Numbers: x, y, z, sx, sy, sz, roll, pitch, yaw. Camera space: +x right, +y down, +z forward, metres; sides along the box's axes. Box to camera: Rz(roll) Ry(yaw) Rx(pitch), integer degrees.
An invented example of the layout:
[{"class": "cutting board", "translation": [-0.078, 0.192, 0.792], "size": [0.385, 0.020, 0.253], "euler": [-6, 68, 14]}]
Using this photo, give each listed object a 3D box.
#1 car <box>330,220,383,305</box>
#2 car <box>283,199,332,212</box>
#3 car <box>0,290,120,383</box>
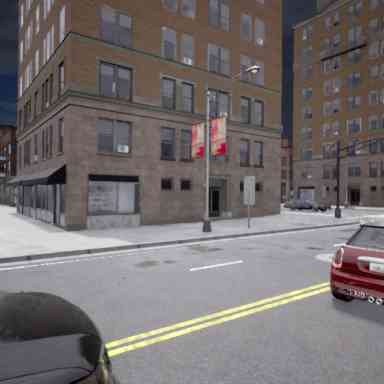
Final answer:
[{"class": "car", "translation": [4.991, 1.352, 7.085], "size": [4.553, 1.767, 2.097], "euler": [0, 0, -36]}, {"class": "car", "translation": [12.877, 1.457, 37.443], "size": [2.033, 1.411, 5.357], "euler": [1, 0, -36]}, {"class": "car", "translation": [-3.005, 1.222, 1.291], "size": [5.566, 2.045, 2.150], "euler": [0, 0, -36]}]
